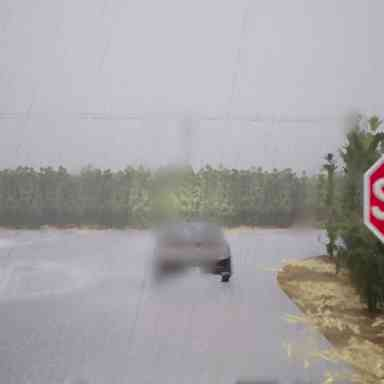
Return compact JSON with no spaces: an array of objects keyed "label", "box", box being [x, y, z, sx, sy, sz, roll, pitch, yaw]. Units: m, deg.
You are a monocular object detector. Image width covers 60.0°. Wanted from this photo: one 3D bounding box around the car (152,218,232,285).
[{"label":"car","box":[-0.095,1.482,9.516,2.128,1.511,4.902,0,0,-4]}]
